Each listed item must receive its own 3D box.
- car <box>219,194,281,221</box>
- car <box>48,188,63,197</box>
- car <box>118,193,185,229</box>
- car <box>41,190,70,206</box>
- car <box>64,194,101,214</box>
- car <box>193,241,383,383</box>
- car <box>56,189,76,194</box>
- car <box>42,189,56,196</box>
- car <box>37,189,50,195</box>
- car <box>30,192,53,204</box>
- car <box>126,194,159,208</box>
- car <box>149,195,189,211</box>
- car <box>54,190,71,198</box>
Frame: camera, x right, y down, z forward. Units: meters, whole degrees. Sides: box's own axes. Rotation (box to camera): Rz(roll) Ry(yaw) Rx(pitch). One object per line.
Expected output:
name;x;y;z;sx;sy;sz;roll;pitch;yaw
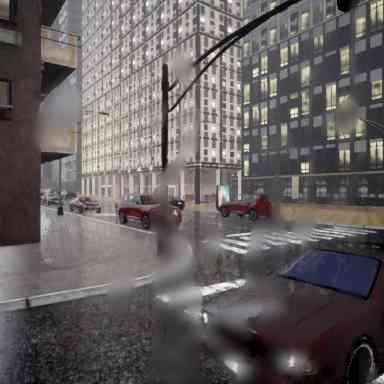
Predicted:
car;4.142;1.027;24.259;2.192;1.841;5.009;1;0;-36
car;-28.471;0.099;69.132;1.967;1.590;4.097;1;0;-36
car;-2.600;1.008;19.283;2.192;1.841;5.009;2;0;-36
car;-15.648;0.827;37.229;2.008;1.369;4.403;2;0;-36
car;-9.128;1.067;28.257;1.802;1.307;4.206;2;0;-36
car;2.648;1.549;5.231;5.357;1.411;2.033;0;0;-35
car;-19.568;0.516;52.447;1.837;1.490;4.892;0;1;-36
car;-31.735;0.096;73.620;1.887;1.381;4.507;1;0;-36
car;-34.996;-0.011;78.108;1.887;1.381;4.507;1;0;-36
car;-18.909;0.752;41.715;1.802;1.307;4.206;2;0;-36
car;-5.648;0.965;37.721;1.947;1.339;4.313;1;0;-36
car;-2.386;1.070;33.234;1.947;1.339;4.313;1;0;-36
car;-25.213;0.309;64.646;1.887;1.381;4.507;1;0;-36
